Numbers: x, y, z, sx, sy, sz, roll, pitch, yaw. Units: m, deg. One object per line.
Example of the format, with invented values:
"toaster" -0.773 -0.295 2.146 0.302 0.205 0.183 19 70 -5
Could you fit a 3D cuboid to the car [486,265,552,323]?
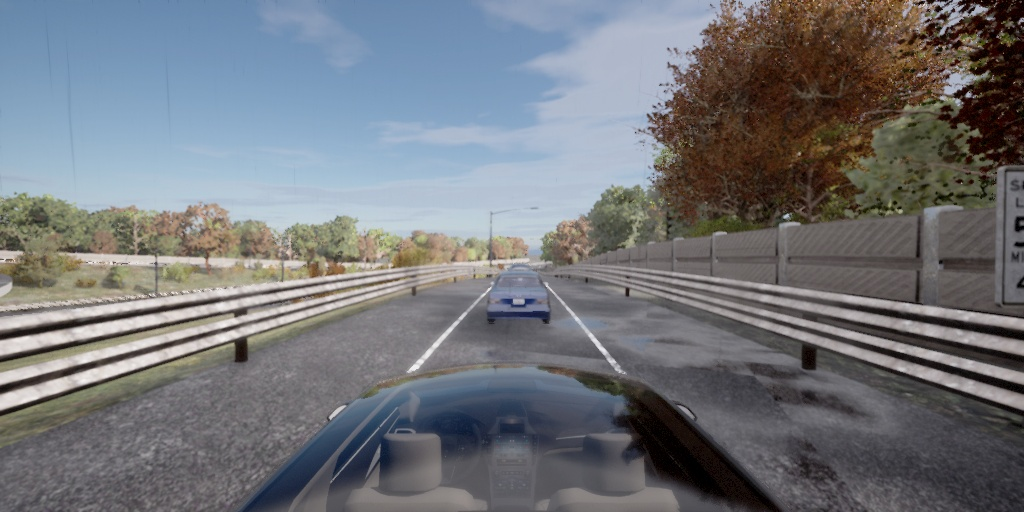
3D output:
"car" 0.227 1.188 11.572 2.033 1.411 5.357 0 0 1
